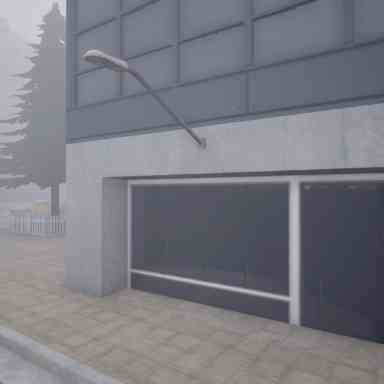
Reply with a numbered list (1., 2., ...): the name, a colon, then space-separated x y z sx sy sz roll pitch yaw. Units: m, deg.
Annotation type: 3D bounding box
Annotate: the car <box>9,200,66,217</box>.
1. car: -13.847 1.493 30.159 1.882 1.535 5.008 0 0 34
